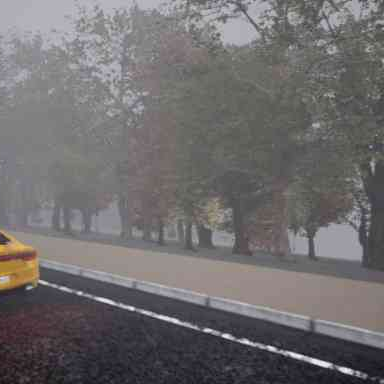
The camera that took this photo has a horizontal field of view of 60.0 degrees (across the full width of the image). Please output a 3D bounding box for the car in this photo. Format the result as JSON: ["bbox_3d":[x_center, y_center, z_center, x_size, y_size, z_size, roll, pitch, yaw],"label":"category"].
[{"bbox_3d":[-5.470,1.452,7.523,5.008,1.535,1.882,0,0,36],"label":"car"}]
